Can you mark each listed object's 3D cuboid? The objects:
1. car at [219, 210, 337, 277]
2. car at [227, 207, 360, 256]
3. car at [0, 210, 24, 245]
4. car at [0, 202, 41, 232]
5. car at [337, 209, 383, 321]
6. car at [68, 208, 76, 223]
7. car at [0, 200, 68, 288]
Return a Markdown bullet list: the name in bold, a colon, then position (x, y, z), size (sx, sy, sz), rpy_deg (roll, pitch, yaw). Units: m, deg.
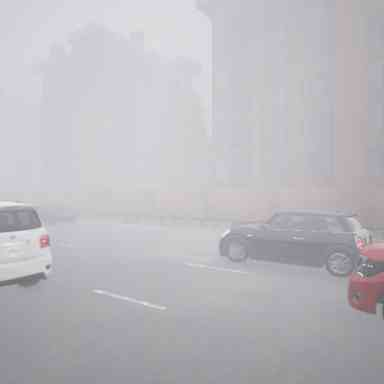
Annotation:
- **car**: position (3.106, 1.353, 10.372), size (4.553, 1.767, 2.097), rpy_deg (0, 0, 35)
- **car**: position (4.116, 1.477, 13.950), size (5.008, 1.535, 1.882), rpy_deg (0, 0, 35)
- **car**: position (-9.798, 1.564, 15.265), size (4.181, 1.385, 1.994), rpy_deg (0, 0, 35)
- **car**: position (-11.893, 1.492, 21.055), size (4.902, 1.511, 2.128), rpy_deg (0, 0, 35)
- **car**: position (5.235, 1.221, 4.558), size (5.566, 2.045, 2.150), rpy_deg (0, 0, 35)
- **car**: position (-10.333, 1.564, 24.241), size (4.181, 1.385, 1.994), rpy_deg (0, 0, 35)
- **car**: position (-5.666, 1.221, 8.026), size (5.566, 2.045, 2.150), rpy_deg (0, 0, 35)
